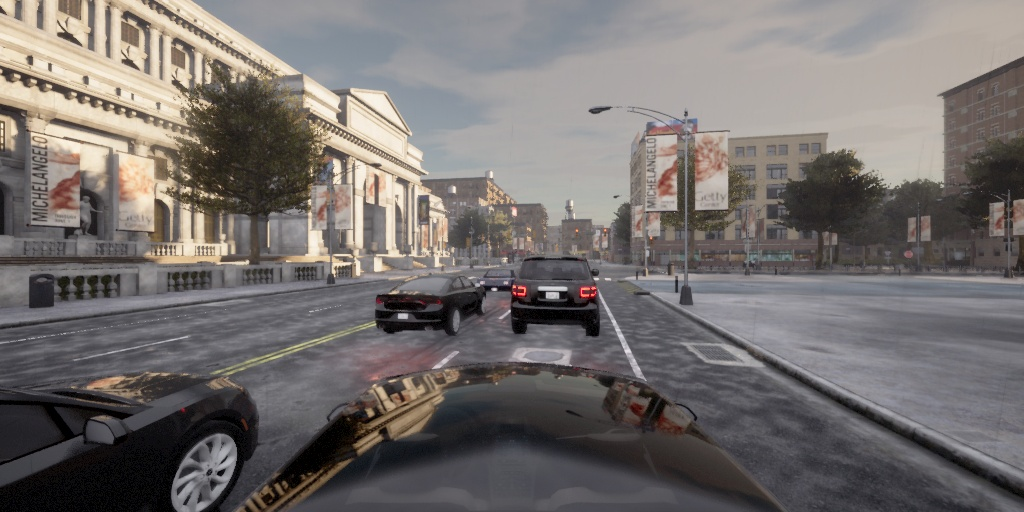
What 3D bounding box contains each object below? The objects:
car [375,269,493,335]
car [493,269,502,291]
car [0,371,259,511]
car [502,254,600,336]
[{"bbox_3d":[-2.106,1.228,10.651,1.882,1.535,5.008,0,0,9],"label":"car"},{"bbox_3d":[-0.445,1.351,19.772,1.895,1.301,4.718,0,0,11],"label":"car"},{"bbox_3d":[-3.203,1.255,1.258,1.837,1.490,4.892,0,0,0],"label":"car"},{"bbox_3d":[1.381,0.971,10.636,2.150,2.045,5.566,0,0,10],"label":"car"}]
